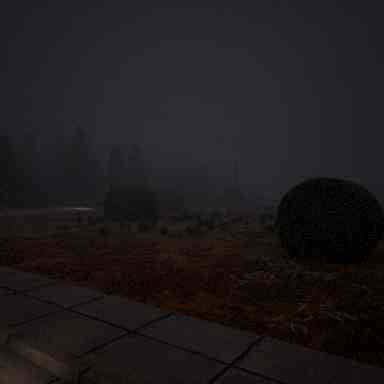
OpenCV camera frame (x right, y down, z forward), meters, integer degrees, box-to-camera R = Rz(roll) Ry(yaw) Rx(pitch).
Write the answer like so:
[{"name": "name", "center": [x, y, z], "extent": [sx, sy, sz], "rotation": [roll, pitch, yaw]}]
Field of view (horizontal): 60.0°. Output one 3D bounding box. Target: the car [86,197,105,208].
[{"name": "car", "center": [-12.838, 1.514, 47.490], "extent": [1.812, 1.442, 4.674], "rotation": [0, 0, 37]}]
